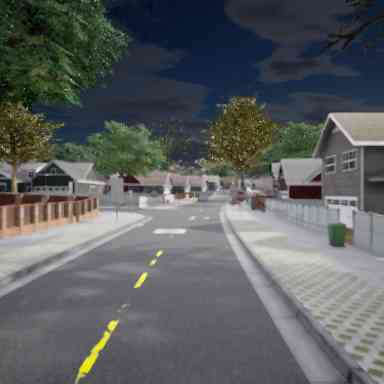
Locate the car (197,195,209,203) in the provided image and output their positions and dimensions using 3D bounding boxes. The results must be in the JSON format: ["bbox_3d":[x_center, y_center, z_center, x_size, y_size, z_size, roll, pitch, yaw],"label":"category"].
[{"bbox_3d":[2.138,1.312,63.103,1.837,1.490,4.892,0,3,9],"label":"car"}]
